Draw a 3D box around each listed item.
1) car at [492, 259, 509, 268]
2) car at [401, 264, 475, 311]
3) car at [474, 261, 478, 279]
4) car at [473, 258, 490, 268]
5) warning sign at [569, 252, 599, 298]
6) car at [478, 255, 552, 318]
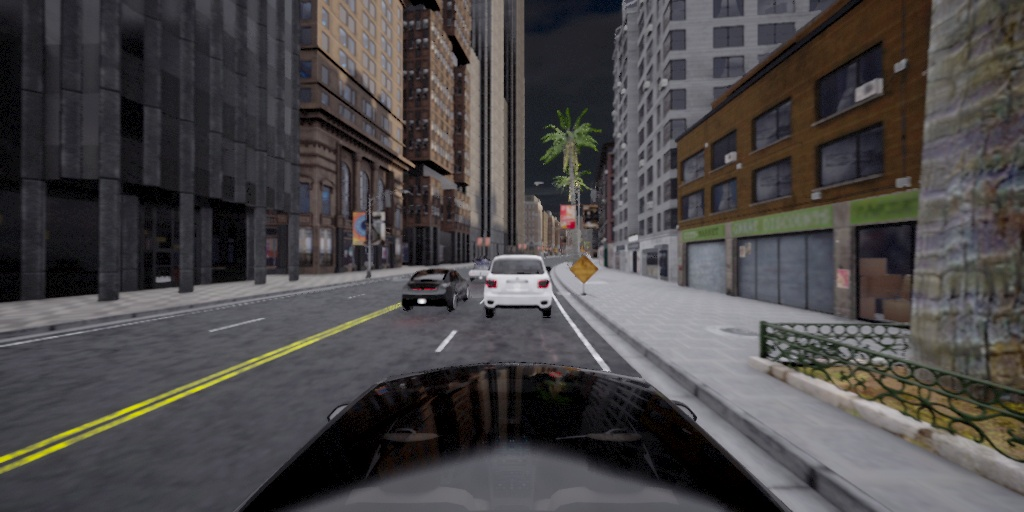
[{"bbox_3d":[-1.913,1.195,60.002,1.994,1.385,4.181,0,0,9],"label":"car"},{"bbox_3d":[-2.910,1.256,14.461,1.837,1.490,4.892,0,0,3],"label":"car"},{"bbox_3d":[-2.117,1.326,28.718,1.895,1.301,4.718,0,0,5],"label":"car"},{"bbox_3d":[-5.123,1.159,60.533,1.812,1.442,4.674,0,0,9],"label":"car"},{"bbox_3d":[3.183,0.864,15.866,1.300,1.860,1.060,0,0,2],"label":"warning sign"},{"bbox_3d":[0.279,0.974,13.249,2.150,2.045,5.566,0,0,3],"label":"car"}]
